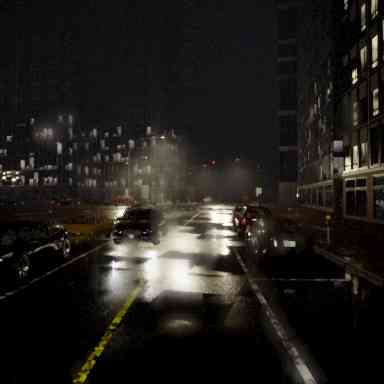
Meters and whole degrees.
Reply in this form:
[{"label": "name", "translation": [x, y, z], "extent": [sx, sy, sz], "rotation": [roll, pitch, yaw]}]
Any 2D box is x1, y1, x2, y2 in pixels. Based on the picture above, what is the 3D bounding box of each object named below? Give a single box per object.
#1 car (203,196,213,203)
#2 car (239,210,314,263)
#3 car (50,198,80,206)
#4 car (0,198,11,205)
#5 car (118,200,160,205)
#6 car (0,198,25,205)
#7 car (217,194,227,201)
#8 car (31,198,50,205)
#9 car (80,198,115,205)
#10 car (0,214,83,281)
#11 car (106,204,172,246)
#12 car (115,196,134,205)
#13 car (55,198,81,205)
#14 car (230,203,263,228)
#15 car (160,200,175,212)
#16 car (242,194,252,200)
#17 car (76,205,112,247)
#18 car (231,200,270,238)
[{"label": "car", "translation": [3.603, 1.668, 73.806], "extent": [1.752, 1.417, 4.829], "rotation": [1, 0, 14]}, {"label": "car", "translation": [2.982, 1.569, 11.902], "extent": [1.947, 1.339, 4.313], "rotation": [1, 0, 2]}, {"label": "car", "translation": [-20.624, 1.690, 55.338], "extent": [4.403, 1.369, 2.008], "rotation": [0, -1, 15]}, {"label": "car", "translation": [-40.124, 1.983, 68.866], "extent": [4.403, 1.369, 2.008], "rotation": [0, -1, 15]}, {"label": "car", "translation": [-4.114, 1.575, 26.396], "extent": [2.008, 1.369, 4.403], "rotation": [1, 0, 5]}, {"label": "car", "translation": [-31.408, 1.762, 58.301], "extent": [4.403, 1.369, 2.008], "rotation": [0, -1, 15]}, {"label": "car", "translation": [8.167, 1.522, 89.895], "extent": [2.192, 1.841, 5.009], "rotation": [1, 0, 16]}, {"label": "car", "translation": [-29.498, 1.888, 65.948], "extent": [4.829, 1.417, 1.752], "rotation": [0, -1, 15]}, {"label": "car", "translation": [-15.231, 1.670, 53.857], "extent": [4.313, 1.339, 1.947], "rotation": [0, -1, 15]}, {"label": "car", "translation": [-5.116, 1.574, 9.973], "extent": [1.947, 1.339, 4.313], "rotation": [1, 0, 2]}, {"label": "car", "translation": [-2.263, 1.516, 15.551], "extent": [1.837, 1.490, 4.892], "rotation": [0, 0, 3]}, {"label": "car", "translation": [-13.151, 1.569, 61.461], "extent": [5.009, 1.841, 2.192], "rotation": [0, -1, 15]}, {"label": "car", "translation": [-23.940, 1.876, 64.421], "extent": [4.403, 1.369, 2.008], "rotation": [0, -1, 15]}, {"label": "car", "translation": [3.666, 1.554, 23.212], "extent": [1.887, 1.381, 4.507], "rotation": [1, 0, 5]}, {"label": "car", "translation": [-2.983, 1.591, 37.153], "extent": [2.008, 1.369, 4.403], "rotation": [1, 0, 7]}, {"label": "car", "translation": [12.604, 1.433, 76.045], "extent": [2.192, 1.841, 5.009], "rotation": [1, 0, 15]}, {"label": "car", "translation": [-4.884, 1.538, 15.297], "extent": [1.752, 1.417, 4.829], "rotation": [1, 0, 3]}, {"label": "car", "translation": [3.276, 1.447, 17.582], "extent": [1.967, 1.590, 4.097], "rotation": [1, 0, 4]}]
